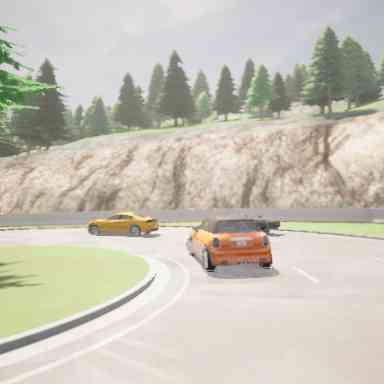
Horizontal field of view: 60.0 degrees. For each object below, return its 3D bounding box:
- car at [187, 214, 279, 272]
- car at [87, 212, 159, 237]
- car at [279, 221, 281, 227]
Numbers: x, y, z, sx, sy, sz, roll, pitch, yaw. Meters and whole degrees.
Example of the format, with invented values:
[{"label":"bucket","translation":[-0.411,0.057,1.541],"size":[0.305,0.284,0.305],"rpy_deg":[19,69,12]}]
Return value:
[{"label":"car","translation":[1.168,1.635,12.202],"size":[2.097,1.767,4.553],"rpy_deg":[-1,-1,-9]},{"label":"car","translation":[-4.669,2.123,22.450],"size":[5.008,1.535,1.882],"rpy_deg":[-2,-2,19]},{"label":"car","translation":[3.279,2.077,21.873],"size":[4.718,1.301,1.895],"rpy_deg":[-2,-2,45]}]
